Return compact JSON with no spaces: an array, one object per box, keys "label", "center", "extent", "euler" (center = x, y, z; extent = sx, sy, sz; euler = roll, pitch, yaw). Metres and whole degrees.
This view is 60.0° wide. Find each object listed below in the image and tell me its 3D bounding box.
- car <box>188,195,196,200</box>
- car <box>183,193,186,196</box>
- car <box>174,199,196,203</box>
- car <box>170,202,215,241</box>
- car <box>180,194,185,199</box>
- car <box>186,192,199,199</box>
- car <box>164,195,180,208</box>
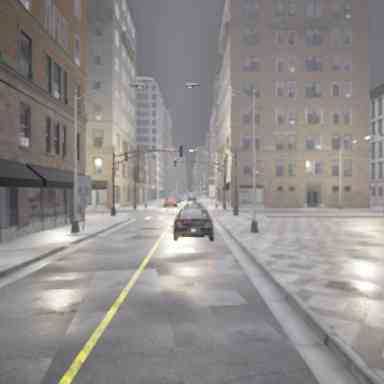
[{"label":"car","center":[0.006,1.445,88.885],"extent":[1.837,1.490,4.892],"euler":[0,0,0]},{"label":"car","center":[-2.995,1.481,78.599],"extent":[1.837,1.490,4.892],"euler":[0,0,0]},{"label":"car","center":[0.113,1.545,26.974],"extent":[2.033,1.411,5.357],"euler":[0,0,6]},{"label":"car","center":[0.075,1.477,16.627],"extent":[1.882,1.535,5.008],"euler":[0,0,0]},{"label":"car","center":[-3.009,1.540,63.385],"extent":[2.033,1.411,5.357],"euler":[0,0,0]},{"label":"car","center":[0.005,1.346,78.831],"extent":[2.097,1.767,4.553],"euler":[0,0,0]},{"label":"car","center":[-3.086,1.473,48.401],"extent":[1.882,1.535,5.008],"euler":[0,0,-1]}]
